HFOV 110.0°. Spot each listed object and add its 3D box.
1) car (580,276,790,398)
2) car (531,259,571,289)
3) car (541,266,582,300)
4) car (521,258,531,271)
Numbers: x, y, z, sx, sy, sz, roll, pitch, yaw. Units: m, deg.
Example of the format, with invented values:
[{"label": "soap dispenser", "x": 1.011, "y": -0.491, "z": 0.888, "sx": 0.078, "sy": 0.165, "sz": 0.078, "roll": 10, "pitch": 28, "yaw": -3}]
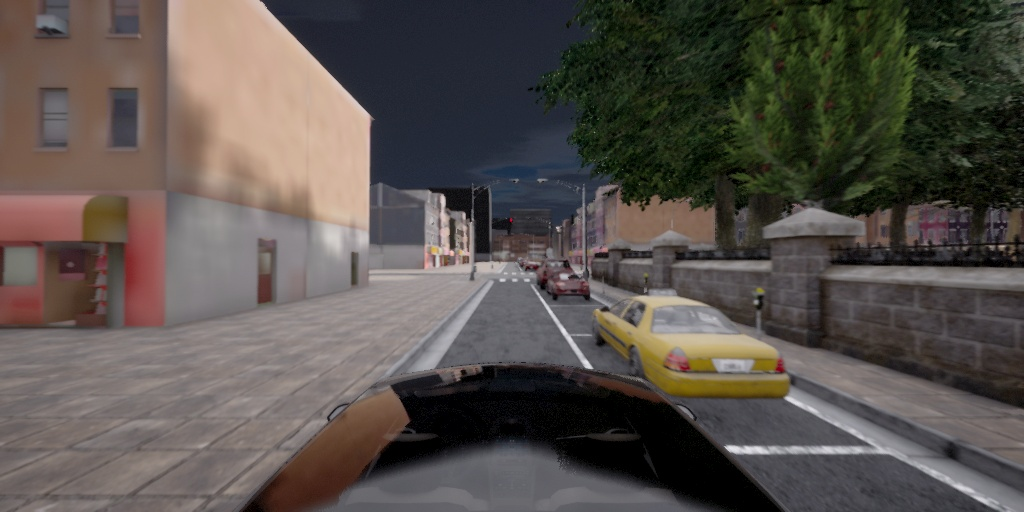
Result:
[{"label": "car", "x": 2.637, "y": 1.276, "z": 6.603, "sx": 1.751, "sy": 1.417, "sz": 4.829, "roll": 0, "pitch": 0, "yaw": 0}, {"label": "car", "x": 2.634, "y": 1.076, "z": 22.780, "sx": 2.192, "sy": 1.841, "sz": 5.009, "roll": 0, "pitch": 0, "yaw": 0}, {"label": "car", "x": 2.635, "y": 1.338, "z": 17.331, "sx": 1.802, "sy": 1.307, "sz": 4.207, "roll": 0, "pitch": 0, "yaw": 0}, {"label": "car", "x": 2.630, "y": 1.355, "z": 49.209, "sx": 1.888, "sy": 1.381, "sz": 4.507, "roll": 0, "pitch": 0, "yaw": 0}]
